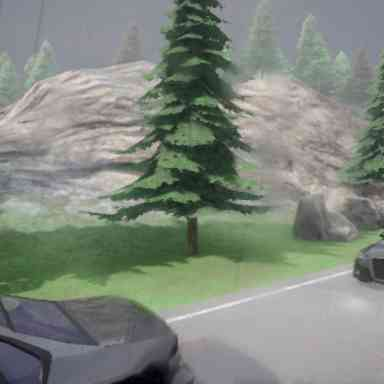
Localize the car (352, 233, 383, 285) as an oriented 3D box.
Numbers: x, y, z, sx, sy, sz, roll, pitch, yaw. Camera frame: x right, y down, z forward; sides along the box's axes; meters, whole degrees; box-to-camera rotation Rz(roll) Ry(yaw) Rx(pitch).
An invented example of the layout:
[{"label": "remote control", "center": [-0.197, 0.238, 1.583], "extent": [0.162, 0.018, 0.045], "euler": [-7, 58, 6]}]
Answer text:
[{"label": "car", "center": [5.791, 1.494, 8.142], "extent": [4.181, 1.385, 1.994], "euler": [-1, 0, -36]}]

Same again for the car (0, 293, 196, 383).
[{"label": "car", "center": [-2.538, 1.559, 2.173], "extent": [5.357, 1.411, 2.033], "euler": [-1, 0, -36]}]
